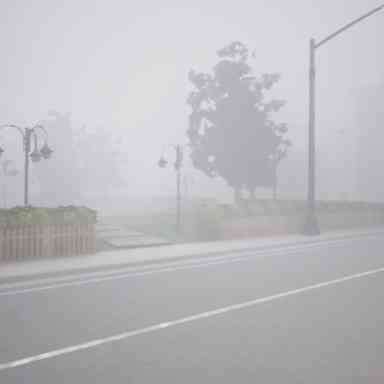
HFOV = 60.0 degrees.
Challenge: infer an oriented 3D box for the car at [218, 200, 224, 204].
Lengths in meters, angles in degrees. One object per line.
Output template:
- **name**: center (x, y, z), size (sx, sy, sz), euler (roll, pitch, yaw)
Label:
- **car**: center (3.737, 1.884, 59.905), size (1.882, 1.535, 5.008), euler (1, -1, -34)
